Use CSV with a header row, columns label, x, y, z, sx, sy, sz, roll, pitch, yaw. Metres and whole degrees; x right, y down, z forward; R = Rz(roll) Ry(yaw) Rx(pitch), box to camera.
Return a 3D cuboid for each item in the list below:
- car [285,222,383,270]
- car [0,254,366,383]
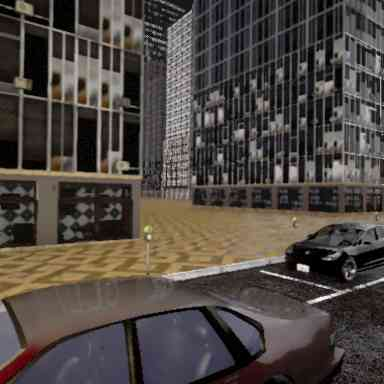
label,x,y,z,sx,sy,sz,roll,pitch,yaw
car,4.652,1.606,9.882,4.313,1.339,1.947,0,0,-36
car,-0.906,1.550,2.735,5.357,1.411,2.033,0,0,-36
